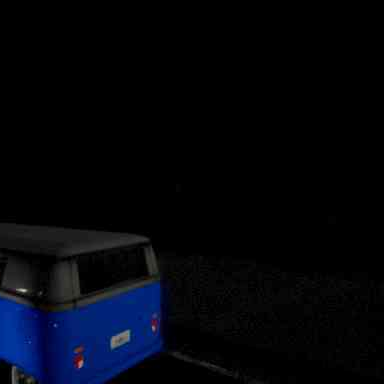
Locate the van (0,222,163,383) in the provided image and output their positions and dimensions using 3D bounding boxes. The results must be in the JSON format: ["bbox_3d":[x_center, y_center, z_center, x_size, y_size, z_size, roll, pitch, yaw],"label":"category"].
[{"bbox_3d":[-2.289,1.386,4.710,3.998,1.788,1.690,-1,0,36],"label":"van"}]
